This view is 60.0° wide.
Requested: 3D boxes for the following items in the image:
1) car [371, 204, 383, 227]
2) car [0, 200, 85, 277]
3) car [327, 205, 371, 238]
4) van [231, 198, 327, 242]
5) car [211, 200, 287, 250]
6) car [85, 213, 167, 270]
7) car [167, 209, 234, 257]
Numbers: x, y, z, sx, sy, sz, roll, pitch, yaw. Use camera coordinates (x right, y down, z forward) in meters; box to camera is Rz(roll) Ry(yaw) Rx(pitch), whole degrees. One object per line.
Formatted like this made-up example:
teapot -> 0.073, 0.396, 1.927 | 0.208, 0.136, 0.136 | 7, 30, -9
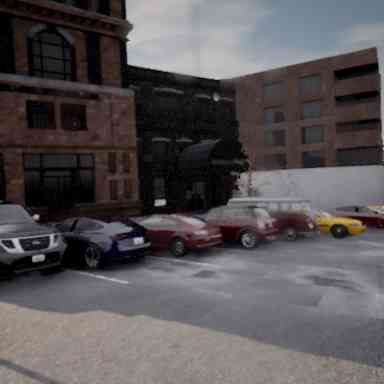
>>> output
car -> 11.134, 1.605, 21.587 | 4.792, 1.488, 2.163 | -1, -2, 34
car -> -5.873, 1.243, 9.358 | 5.566, 2.045, 2.435 | -1, -1, 34
car -> 6.413, 1.516, 17.995 | 5.366, 1.575, 1.946 | -1, -1, 34
van -> 3.928, 1.275, 16.286 | 4.442, 1.987, 1.878 | -1, -1, 34
car -> 1.422, 1.365, 14.577 | 4.553, 1.767, 2.185 | -1, -1, 34
car -> -3.489, 1.517, 11.120 | 4.792, 1.488, 2.163 | -1, -1, 34
car -> -1.029, 1.526, 12.846 | 4.674, 1.452, 2.002 | -1, -1, 34
